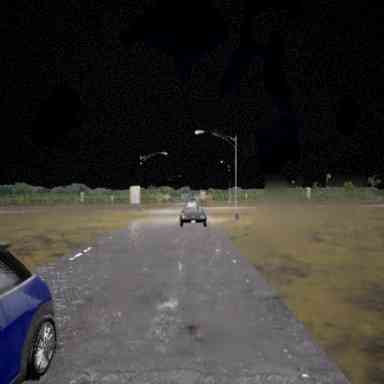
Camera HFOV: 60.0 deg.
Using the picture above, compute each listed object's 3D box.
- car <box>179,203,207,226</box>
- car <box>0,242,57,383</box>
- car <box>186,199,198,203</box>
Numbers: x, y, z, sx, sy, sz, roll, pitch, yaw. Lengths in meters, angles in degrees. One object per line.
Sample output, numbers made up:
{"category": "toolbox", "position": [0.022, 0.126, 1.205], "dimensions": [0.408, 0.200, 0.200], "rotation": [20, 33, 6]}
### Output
{"category": "car", "position": [0.088, 1.724, 24.431], "dimensions": [1.895, 1.301, 4.718], "rotation": [0, -1, 0]}
{"category": "car", "position": [-2.823, 1.356, 2.446], "dimensions": [2.097, 1.767, 4.553], "rotation": [0, 0, 0]}
{"category": "car", "position": [0.046, 1.773, 47.919], "dimensions": [2.033, 1.649, 4.856], "rotation": [0, -1, 1]}
